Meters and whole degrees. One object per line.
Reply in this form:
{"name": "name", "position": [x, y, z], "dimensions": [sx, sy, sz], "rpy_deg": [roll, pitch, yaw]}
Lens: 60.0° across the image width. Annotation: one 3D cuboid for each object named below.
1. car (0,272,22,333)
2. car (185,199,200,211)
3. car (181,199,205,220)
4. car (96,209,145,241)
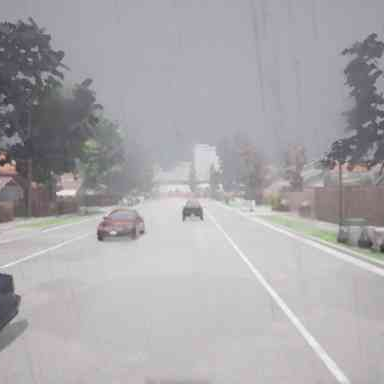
{"name": "car", "position": [-3.603, 1.563, 2.926], "dimensions": [2.033, 1.411, 5.357], "rpy_deg": [0, 0, 0]}
{"name": "car", "position": [0.064, 1.694, 44.654], "dimensions": [1.882, 1.535, 5.008], "rpy_deg": [0, 0, 0]}
{"name": "car", "position": [0.067, 1.668, 29.864], "dimensions": [1.837, 1.490, 4.892], "rpy_deg": [0, 0, 0]}
{"name": "car", "position": [-3.582, 1.620, 17.503], "dimensions": [1.812, 1.442, 4.674], "rpy_deg": [0, 0, 0]}
